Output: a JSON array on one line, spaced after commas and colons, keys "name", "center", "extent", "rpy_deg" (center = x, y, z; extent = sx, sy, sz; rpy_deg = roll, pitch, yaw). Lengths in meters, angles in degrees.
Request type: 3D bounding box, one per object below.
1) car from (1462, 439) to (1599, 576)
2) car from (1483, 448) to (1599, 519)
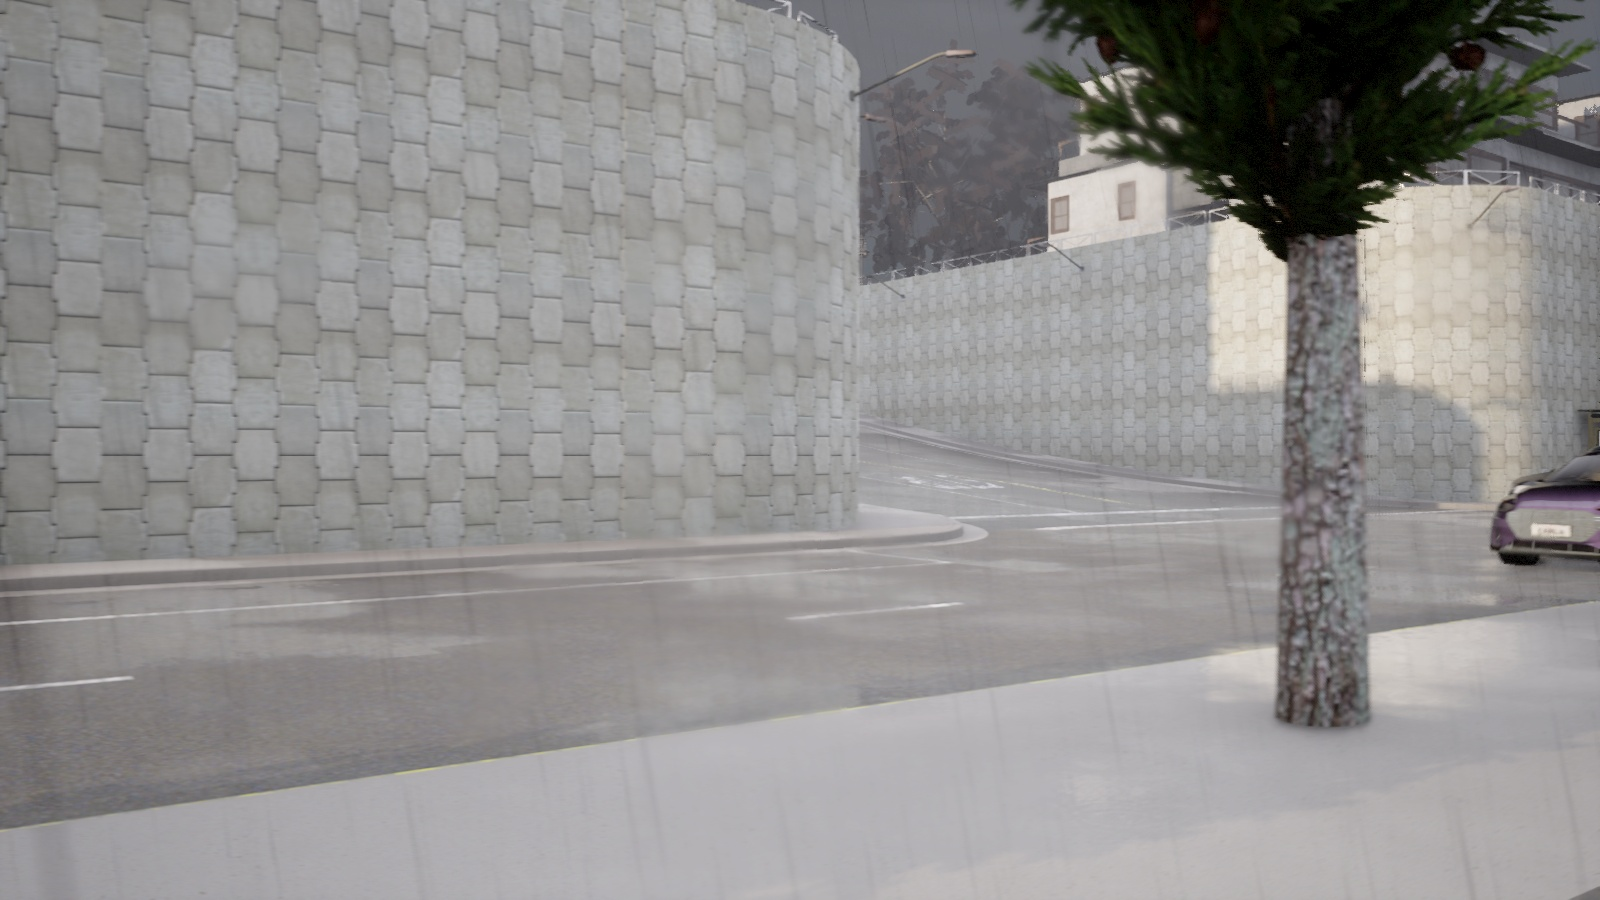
[{"name": "car", "center": [11.213, 0.687, 16.946], "extent": [4.856, 1.649, 2.033], "rpy_deg": [0, 0, -35]}, {"name": "car", "center": [18.320, 0.715, 28.393], "extent": [4.902, 1.511, 2.128], "rpy_deg": [0, 0, -14]}]
